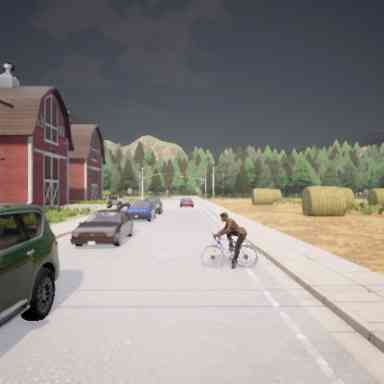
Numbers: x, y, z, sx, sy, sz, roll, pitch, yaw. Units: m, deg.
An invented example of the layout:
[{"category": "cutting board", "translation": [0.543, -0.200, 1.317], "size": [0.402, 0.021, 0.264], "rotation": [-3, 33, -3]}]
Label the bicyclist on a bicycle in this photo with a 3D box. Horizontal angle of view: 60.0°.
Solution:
[{"category": "bicyclist on a bicycle", "translation": [1.085, 1.421, 9.657], "size": [1.656, 1.620, 0.582], "rotation": [0, 0, -1]}]

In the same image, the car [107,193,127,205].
[{"category": "car", "translation": [-8.353, 1.126, 38.914], "size": [1.905, 1.878, 3.866], "rotation": [8, -4, -43]}]

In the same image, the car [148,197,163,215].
[{"category": "car", "translation": [-4.094, 1.336, 33.794], "size": [2.097, 1.767, 4.553], "rotation": [0, 0, -1]}]

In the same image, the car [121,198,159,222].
[{"category": "car", "translation": [-3.966, 1.466, 26.043], "size": [1.882, 1.535, 5.008], "rotation": [0, 0, -1]}]

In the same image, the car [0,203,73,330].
[{"category": "car", "translation": [-3.644, 1.221, 4.386], "size": [2.150, 2.045, 5.566], "rotation": [0, 0, -1]}]

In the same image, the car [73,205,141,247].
[{"category": "car", "translation": [-3.844, 1.540, 15.256], "size": [2.033, 1.411, 5.357], "rotation": [0, 0, -1]}]

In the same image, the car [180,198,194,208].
[{"category": "car", "translation": [-0.767, 1.539, 48.753], "size": [1.994, 1.385, 4.181], "rotation": [0, 0, -1]}]
